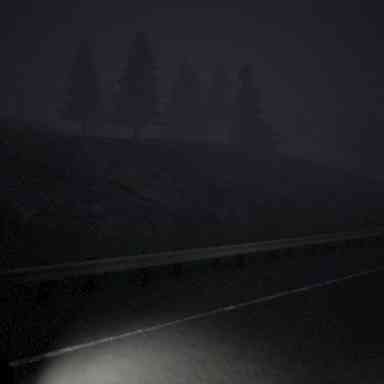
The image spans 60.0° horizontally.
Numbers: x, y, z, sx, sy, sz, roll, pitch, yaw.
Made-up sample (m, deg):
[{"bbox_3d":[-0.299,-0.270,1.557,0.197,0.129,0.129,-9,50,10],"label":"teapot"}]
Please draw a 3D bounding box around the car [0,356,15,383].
[{"bbox_3d":[-3.385,1.487,1.333,4.892,1.490,1.837,1,-1,-35],"label":"car"}]
